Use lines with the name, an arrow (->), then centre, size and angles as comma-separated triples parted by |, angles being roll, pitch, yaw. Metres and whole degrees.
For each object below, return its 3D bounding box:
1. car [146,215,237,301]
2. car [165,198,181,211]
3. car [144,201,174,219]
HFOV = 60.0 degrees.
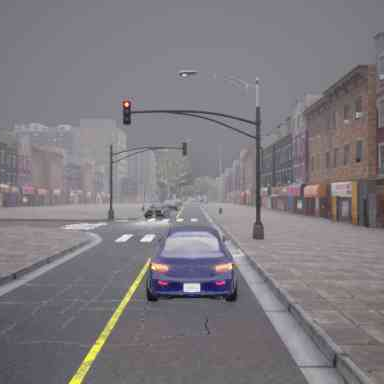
car -> -0.001, 1.537, 8.199 | 1.812, 1.442, 4.674 | 0, 0, 0
car -> -2.884, 1.742, 44.404 | 1.882, 1.535, 5.008 | 0, 0, 0
car -> -3.066, 1.735, 30.249 | 1.895, 1.301, 4.718 | 0, -1, 4
